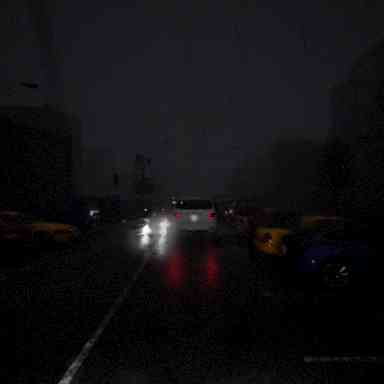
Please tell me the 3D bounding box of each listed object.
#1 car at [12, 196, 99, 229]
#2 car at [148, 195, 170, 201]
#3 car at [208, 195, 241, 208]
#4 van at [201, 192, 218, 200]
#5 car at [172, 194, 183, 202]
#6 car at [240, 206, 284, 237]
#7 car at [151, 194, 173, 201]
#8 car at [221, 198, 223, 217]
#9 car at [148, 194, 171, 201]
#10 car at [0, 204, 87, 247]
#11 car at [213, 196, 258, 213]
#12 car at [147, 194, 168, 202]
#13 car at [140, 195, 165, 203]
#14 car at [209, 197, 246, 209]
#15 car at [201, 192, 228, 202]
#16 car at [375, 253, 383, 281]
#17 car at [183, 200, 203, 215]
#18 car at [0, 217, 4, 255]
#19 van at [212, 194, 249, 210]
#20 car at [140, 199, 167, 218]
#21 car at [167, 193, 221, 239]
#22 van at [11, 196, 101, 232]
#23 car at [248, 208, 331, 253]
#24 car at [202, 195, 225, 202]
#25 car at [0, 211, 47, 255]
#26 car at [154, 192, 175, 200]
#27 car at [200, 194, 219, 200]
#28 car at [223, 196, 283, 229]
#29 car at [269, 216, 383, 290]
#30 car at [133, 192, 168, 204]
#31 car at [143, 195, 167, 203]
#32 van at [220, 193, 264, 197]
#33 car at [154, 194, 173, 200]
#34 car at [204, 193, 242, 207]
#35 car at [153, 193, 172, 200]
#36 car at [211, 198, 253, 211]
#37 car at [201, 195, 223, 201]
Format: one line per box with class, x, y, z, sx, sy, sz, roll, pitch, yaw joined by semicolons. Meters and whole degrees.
car;-7.707;1.205;16.589;5.566;2.045;2.435;0;0;0
car;-7.680;1.372;77.325;4.892;1.521;2.231;0;0;0
car;4.623;1.288;47.595;4.553;1.767;2.185;0;0;0
van;4.540;1.126;86.703;4.442;1.987;1.878;0;1;0
car;-2.994;1.248;71.076;2.097;1.767;4.553;0;0;0
car;4.680;1.490;14.073;4.792;1.488;2.163;0;0;0
car;-7.488;1.359;83.328;5.366;1.575;1.946;0;0;0
car;4.646;1.446;25.246;4.892;1.521;2.231;0;0;0
car;-7.859;1.363;80.388;5.366;1.575;1.946;0;0;0
car;-7.494;1.457;13.924;5.366;1.575;1.946;0;0;0
car;4.683;1.303;36.422;4.553;1.767;2.185;0;0;0
car;-7.705;1.249;74.512;4.553;1.767;2.185;0;0;0
car;-7.672;1.427;65.572;4.674;1.452;2.002;0;0;0
car;4.682;1.447;44.804;4.792;1.488;2.163;0;0;0
car;4.627;1.130;69.944;5.566;2.045;2.435;0;0;0
car;4.621;1.506;2.897;4.792;1.488;2.163;0;0;0
car;0.099;1.516;33.878;1.994;1.385;4.181;0;0;0
car;-7.676;1.508;8.341;4.674;1.452;2.002;0;0;0
van;4.770;1.195;42.008;4.442;1.987;1.878;0;0;0
car;-3.097;1.559;29.624;1.895;1.301;4.718;0;0;0
car;0.099;1.197;17.244;2.150;2.045;5.566;0;0;0
van;-7.795;1.227;19.380;4.442;1.987;1.878;0;0;0
car;4.836;1.461;11.278;5.366;1.575;1.946;0;0;0
car;4.650;1.377;72.739;5.008;1.535;2.097;0;0;0
car;-7.677;1.504;11.008;4.674;1.452;2.002;0;0;0
car;-7.644;1.024;92.040;5.566;2.045;2.435;0;1;0
car;4.651;1.322;89.513;4.892;1.521;2.231;0;1;0
car;4.619;1.323;22.454;4.553;1.767;2.185;0;0;0
car;4.680;1.498;8.485;4.792;1.488;2.163;0;0;0
car;-7.704;1.144;59.821;5.566;2.045;2.435;0;0;0
car;-7.672;1.423;68.635;4.674;1.452;2.002;0;0;0
van;4.536;1.211;30.833;4.442;1.987;1.878;0;0;0
car;-7.678;1.327;89.100;5.008;1.535;2.097;0;1;0
car;4.682;1.158;50.390;5.566;2.045;2.435;0;0;0
car;-7.642;1.228;86.269;4.553;1.767;2.185;0;0;0
car;4.651;1.465;39.215;4.674;1.452;2.002;0;0;0
car;4.650;1.371;78.450;4.892;1.521;2.231;0;0;0
